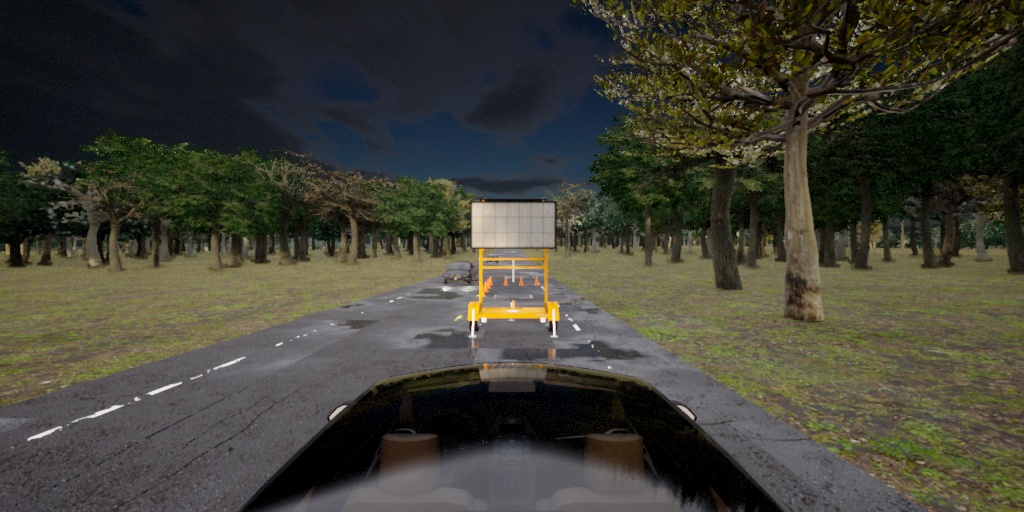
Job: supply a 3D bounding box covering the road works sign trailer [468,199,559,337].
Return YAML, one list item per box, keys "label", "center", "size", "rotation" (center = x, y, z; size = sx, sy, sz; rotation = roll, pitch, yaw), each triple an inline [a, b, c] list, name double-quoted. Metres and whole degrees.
- label: "road works sign trailer"
  center: [0.042, 0.198, 10.177]
  size: [2.380, 3.560, 2.880]
  rotation: [0, 0, 0]

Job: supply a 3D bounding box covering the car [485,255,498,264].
- label: "car"
  center: [-3.255, 0.498, 58.955]
  size: [1.994, 1.385, 4.181]
  rotation: [0, 2, 0]

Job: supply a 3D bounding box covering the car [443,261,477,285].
- label: "car"
  center: [-3.498, 1.130, 24.708]
  size: [1.837, 1.490, 4.892]
  rotation: [0, 1, 0]
